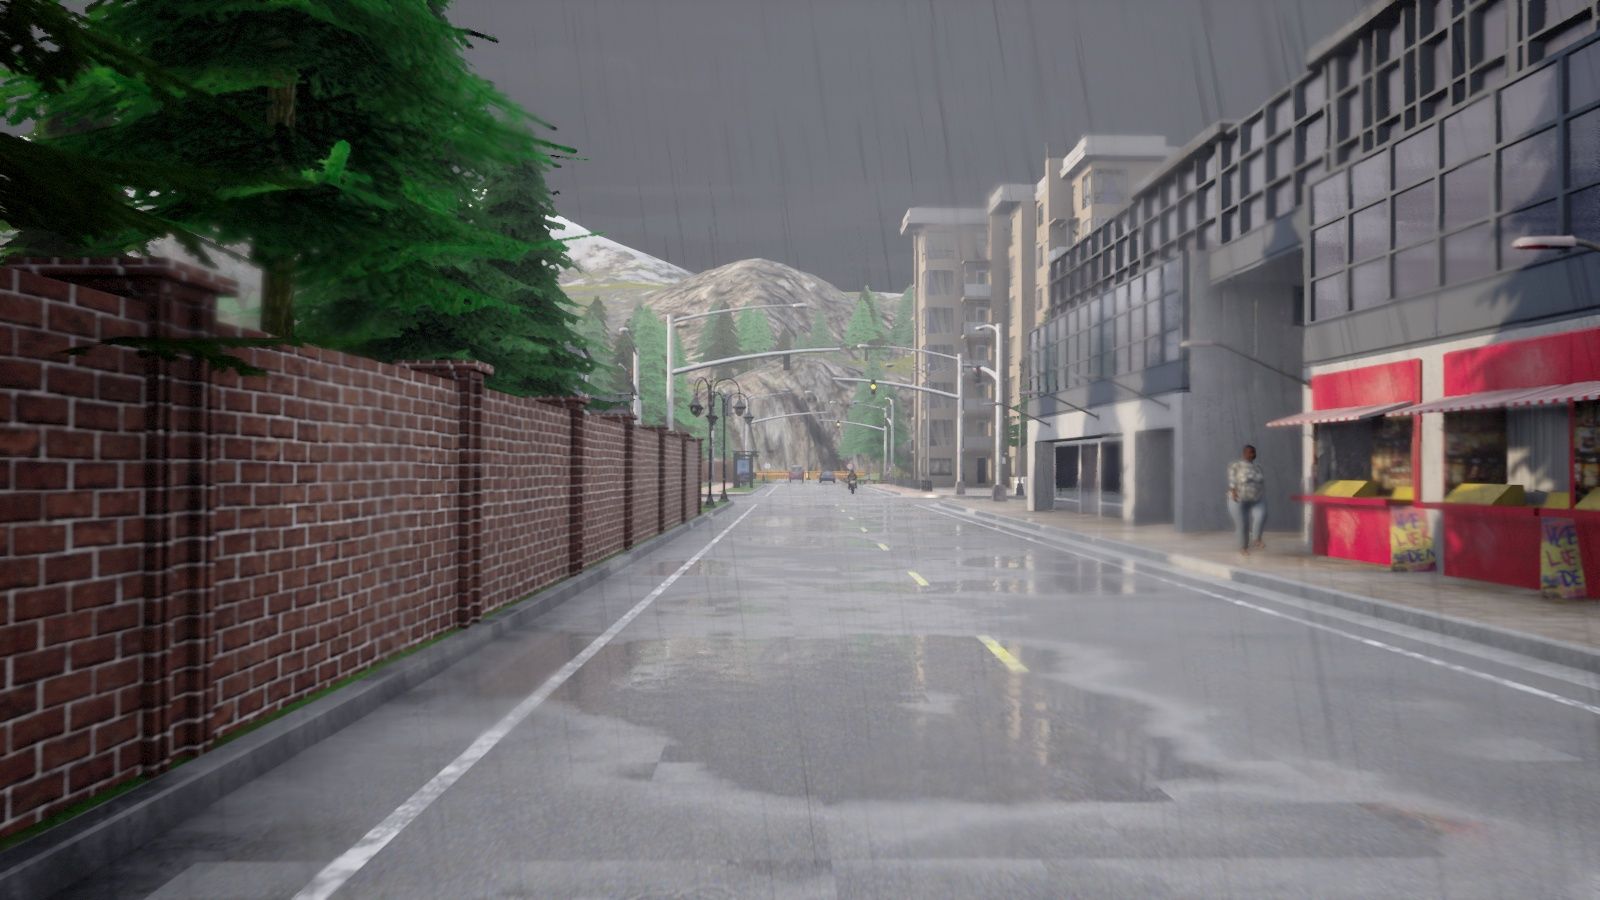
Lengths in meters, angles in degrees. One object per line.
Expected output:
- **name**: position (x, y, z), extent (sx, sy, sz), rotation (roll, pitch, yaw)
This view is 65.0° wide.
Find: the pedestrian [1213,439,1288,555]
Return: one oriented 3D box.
- **pedestrian**: position (7.389, 0.756, 20.636), extent (0.874, 1.855, 0.900), rotation (0, -1, -1)
